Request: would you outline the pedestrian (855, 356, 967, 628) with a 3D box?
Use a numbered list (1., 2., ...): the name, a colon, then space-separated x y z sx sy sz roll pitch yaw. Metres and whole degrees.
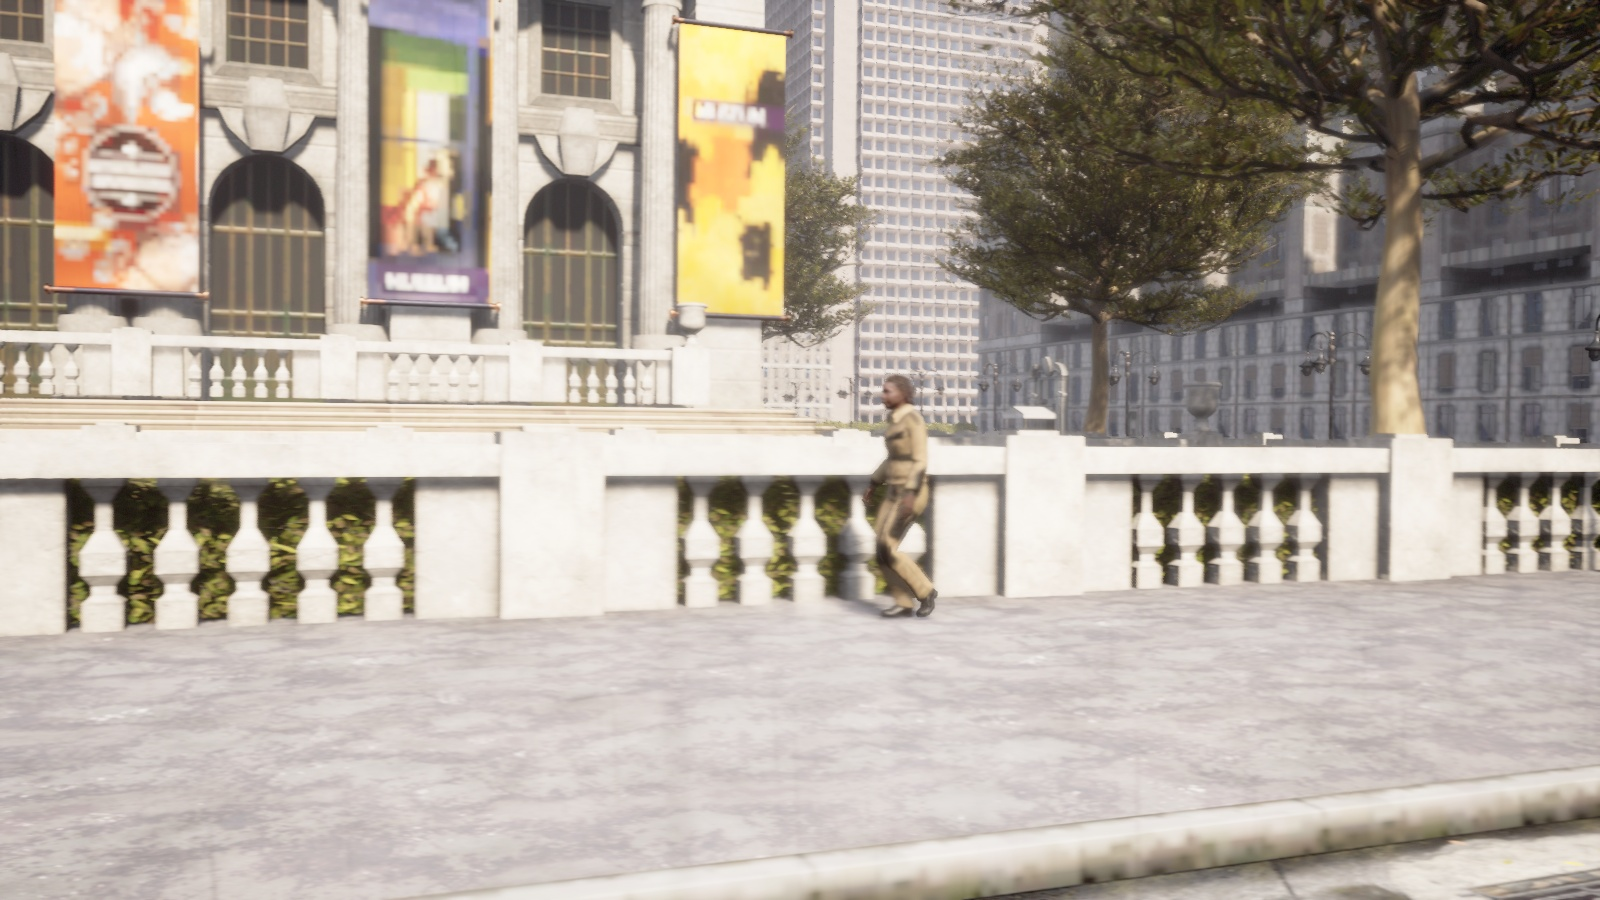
1. pedestrian: 0.813 0.290 9.211 0.692 1.930 0.396 -1 1 -19
